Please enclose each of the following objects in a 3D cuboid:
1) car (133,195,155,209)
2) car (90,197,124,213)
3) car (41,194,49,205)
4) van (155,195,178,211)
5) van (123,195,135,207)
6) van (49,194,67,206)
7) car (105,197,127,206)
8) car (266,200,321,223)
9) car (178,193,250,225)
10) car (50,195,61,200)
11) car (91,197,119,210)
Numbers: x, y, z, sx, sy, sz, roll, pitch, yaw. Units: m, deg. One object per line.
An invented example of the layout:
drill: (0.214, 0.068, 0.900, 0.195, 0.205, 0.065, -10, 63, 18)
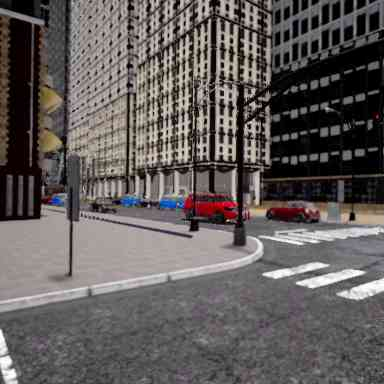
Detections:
car: (-5.537, 1.489, 43.633, 2.008, 1.369, 4.403, 1, -1, -35)
car: (-9.099, 1.371, 34.176, 2.008, 1.369, 4.403, 1, -1, -35)
car: (-22.181, 1.376, 52.598, 1.802, 1.307, 4.206, 1, -1, -35)
van: (-2.264, 1.286, 39.029, 1.690, 1.788, 3.998, 1, -1, -35)
van: (-8.804, 1.272, 48.241, 1.690, 1.788, 3.998, 1, -1, -35)
van: (-18.907, 1.141, 47.995, 1.690, 1.788, 3.998, 1, -1, -35)
car: (-12.078, 1.491, 52.844, 1.947, 1.339, 4.313, 1, -1, -35)
car: (7.546, 1.409, 25.212, 1.967, 1.590, 4.097, 1, -1, -35)
car: (1.605, 1.099, 23.579, 2.150, 2.045, 5.566, 1, 0, -35)
car: (-34.971, 1.476, 85.083, 1.802, 1.307, 4.206, 1, -1, -35)
car: (-10.850, 1.376, 41.141, 1.812, 1.442, 4.674, 1, -1, -35)
